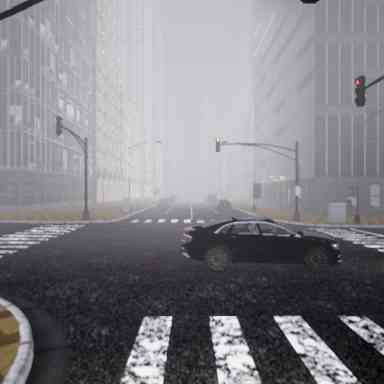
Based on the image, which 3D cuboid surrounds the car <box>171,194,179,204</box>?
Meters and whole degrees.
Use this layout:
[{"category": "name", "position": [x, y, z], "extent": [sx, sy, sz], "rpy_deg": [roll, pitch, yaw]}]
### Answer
[{"category": "car", "position": [-4.086, 1.519, 64.070], "extent": [1.947, 1.339, 4.313], "rpy_deg": [0, 0, 0]}]

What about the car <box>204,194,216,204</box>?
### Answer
[{"category": "car", "position": [3.794, 1.268, 64.102], "extent": [2.192, 1.841, 5.009], "rpy_deg": [0, 0, 0]}]

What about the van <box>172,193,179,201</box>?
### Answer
[{"category": "van", "position": [-4.176, 1.254, 86.180], "extent": [1.690, 1.788, 3.998], "rpy_deg": [0, 0, 0]}]

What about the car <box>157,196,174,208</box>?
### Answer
[{"category": "car", "position": [-4.019, 1.559, 47.488], "extent": [1.802, 1.307, 4.206], "rpy_deg": [0, 0, 0]}]

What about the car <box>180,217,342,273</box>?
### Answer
[{"category": "car", "position": [2.070, 1.543, 10.340], "extent": [4.902, 1.511, 2.128], "rpy_deg": [1, 0, -3]}]

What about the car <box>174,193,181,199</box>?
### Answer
[{"category": "car", "position": [-4.131, 1.373, 75.126], "extent": [1.967, 1.590, 4.097], "rpy_deg": [0, 0, 0]}]

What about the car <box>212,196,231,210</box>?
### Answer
[{"category": "car", "position": [3.933, 1.549, 41.993], "extent": [1.947, 1.339, 4.313], "rpy_deg": [0, 0, 0]}]

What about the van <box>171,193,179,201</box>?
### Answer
[{"category": "van", "position": [-4.154, 1.264, 80.653], "extent": [1.690, 1.788, 3.998], "rpy_deg": [0, 0, 0]}]

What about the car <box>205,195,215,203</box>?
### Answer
[{"category": "car", "position": [3.771, 1.383, 69.630], "extent": [1.967, 1.590, 4.097], "rpy_deg": [0, 0, 0]}]

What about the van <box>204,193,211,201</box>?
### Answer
[{"category": "van", "position": [3.726, 1.264, 80.685], "extent": [1.690, 1.788, 3.998], "rpy_deg": [0, 0, 0]}]
